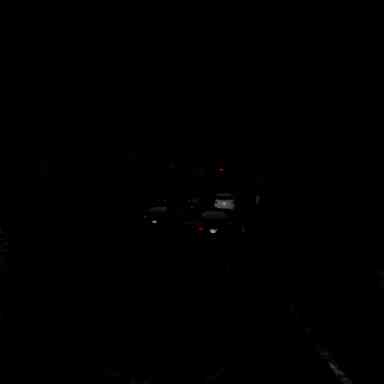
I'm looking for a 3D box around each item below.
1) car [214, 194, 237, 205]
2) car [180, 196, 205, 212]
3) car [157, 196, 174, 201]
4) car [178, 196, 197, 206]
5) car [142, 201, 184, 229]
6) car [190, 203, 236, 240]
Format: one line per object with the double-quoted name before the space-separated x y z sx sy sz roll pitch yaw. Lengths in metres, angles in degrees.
"car" 3.571 1.198 35.346 2.150 2.045 5.566 0 0 9
"car" 0.361 1.439 37.419 1.882 1.535 5.008 0 0 9
"car" -4.262 1.336 53.398 1.882 1.535 5.008 0 0 10
"car" -0.651 1.410 53.732 2.033 1.411 5.357 0 0 9
"car" -1.884 1.523 21.304 1.812 1.442 4.674 0 0 6
"car" 1.150 1.531 16.871 1.812 1.442 4.674 0 0 6
